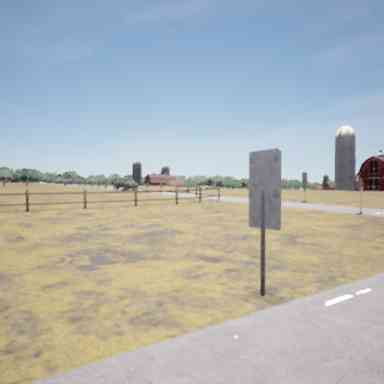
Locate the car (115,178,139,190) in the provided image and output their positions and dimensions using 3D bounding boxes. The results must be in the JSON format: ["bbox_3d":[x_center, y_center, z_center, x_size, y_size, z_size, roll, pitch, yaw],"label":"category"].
[{"bbox_3d":[-10.822,-1.330,55.181,2.150,2.045,5.566,0,2,-35],"label":"car"}]
